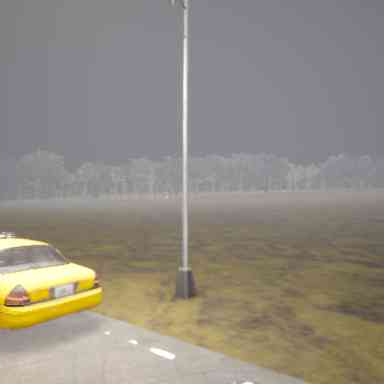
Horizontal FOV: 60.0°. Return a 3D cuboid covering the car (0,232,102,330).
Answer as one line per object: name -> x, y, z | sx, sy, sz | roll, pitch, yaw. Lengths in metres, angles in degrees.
car -> -4.156, 1.626, 7.017 | 5.366, 1.575, 1.801 | -1, -2, 37
